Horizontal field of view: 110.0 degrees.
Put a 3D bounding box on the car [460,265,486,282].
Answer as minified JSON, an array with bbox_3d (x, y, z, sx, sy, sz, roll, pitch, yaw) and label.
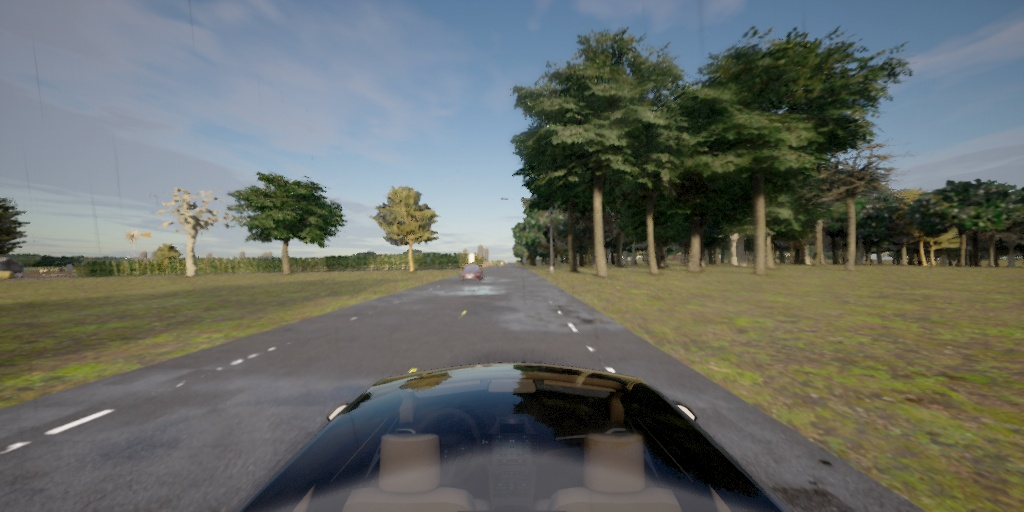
[{"bbox_3d":[-3.512,1.505,32.056,1.812,1.442,4.674,0,-1,0],"label":"car"}]
